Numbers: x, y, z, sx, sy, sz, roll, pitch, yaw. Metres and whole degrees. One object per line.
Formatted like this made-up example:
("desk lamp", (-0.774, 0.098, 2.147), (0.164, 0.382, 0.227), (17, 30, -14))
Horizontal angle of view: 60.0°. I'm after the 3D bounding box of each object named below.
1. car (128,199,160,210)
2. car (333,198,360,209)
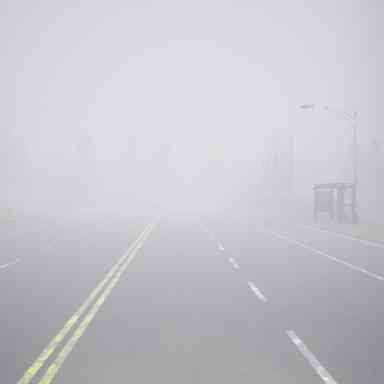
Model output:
("car", (-6.145, 1.573, 42.124), (1.895, 1.301, 4.718), (0, 0, -41))
("car", (17.710, 1.436, 40.246), (4.902, 1.511, 2.128), (0, 0, -2))
